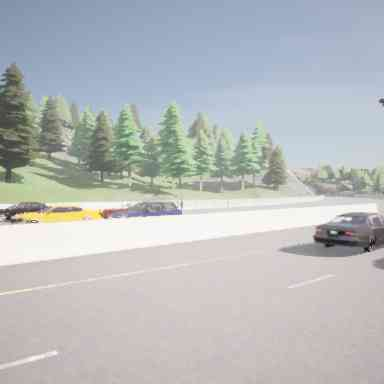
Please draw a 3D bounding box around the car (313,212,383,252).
[{"bbox_3d":[7.150,1.547,13.890,5.357,1.411,2.033,0,0,-40],"label":"car"}]

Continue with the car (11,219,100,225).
[{"bbox_3d":[-8.042,1.477,19.958,5.008,1.535,1.882,0,0,-37],"label":"car"}]

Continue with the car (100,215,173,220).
[{"bbox_3d":[-2.693,1.351,19.676,4.553,1.767,2.097,0,0,-39],"label":"car"}]
